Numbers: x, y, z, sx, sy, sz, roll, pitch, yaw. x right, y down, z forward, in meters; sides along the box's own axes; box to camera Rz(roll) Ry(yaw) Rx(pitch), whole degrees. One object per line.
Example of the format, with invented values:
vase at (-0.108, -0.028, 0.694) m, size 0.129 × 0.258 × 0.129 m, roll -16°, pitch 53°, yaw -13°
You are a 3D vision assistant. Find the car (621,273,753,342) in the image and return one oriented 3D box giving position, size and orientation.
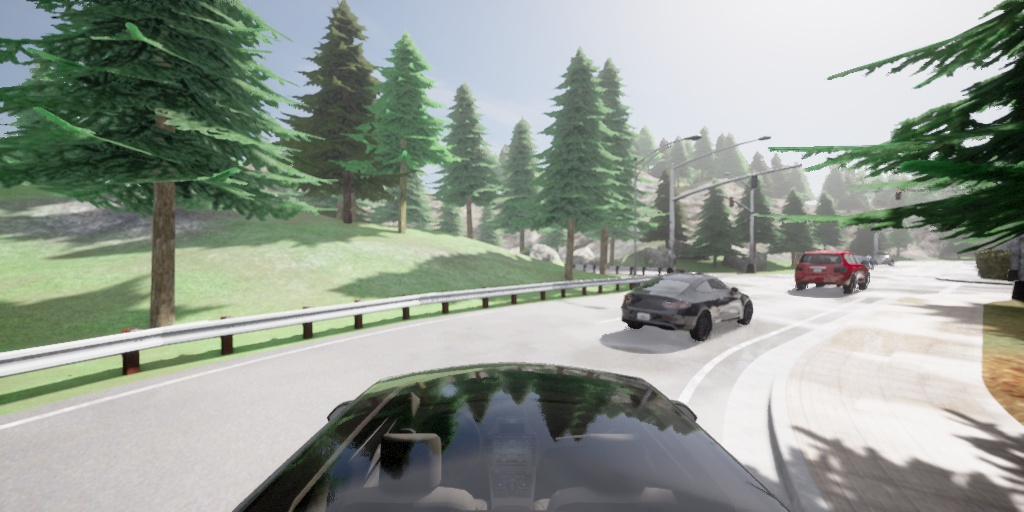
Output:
car at (4.716, 1.185, 9.521) m, size 4.674 × 1.442 × 1.812 m, roll 0°, pitch 1°, yaw -40°

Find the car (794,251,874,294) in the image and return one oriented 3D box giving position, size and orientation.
car at (16.923, 0.776, 18.939) m, size 5.566 × 2.045 × 2.150 m, roll -1°, pitch 1°, yaw -37°

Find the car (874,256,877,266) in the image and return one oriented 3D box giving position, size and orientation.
car at (38.703, 0.775, 40.021) m, size 5.008 × 1.535 × 1.882 m, roll -1°, pitch 1°, yaw -37°
